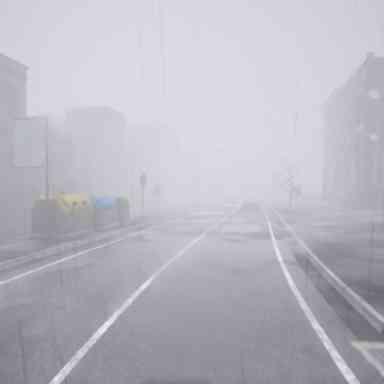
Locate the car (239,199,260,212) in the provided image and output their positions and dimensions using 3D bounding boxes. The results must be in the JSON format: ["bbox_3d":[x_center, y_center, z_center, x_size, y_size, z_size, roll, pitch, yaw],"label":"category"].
[{"bbox_3d":[6.781,1.501,38.590,1.812,1.442,4.674,0,0,11],"label":"car"}]

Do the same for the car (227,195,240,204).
[{"bbox_3d":[7.612,1.296,60.744,2.097,1.767,4.553,0,0,11],"label":"car"}]
